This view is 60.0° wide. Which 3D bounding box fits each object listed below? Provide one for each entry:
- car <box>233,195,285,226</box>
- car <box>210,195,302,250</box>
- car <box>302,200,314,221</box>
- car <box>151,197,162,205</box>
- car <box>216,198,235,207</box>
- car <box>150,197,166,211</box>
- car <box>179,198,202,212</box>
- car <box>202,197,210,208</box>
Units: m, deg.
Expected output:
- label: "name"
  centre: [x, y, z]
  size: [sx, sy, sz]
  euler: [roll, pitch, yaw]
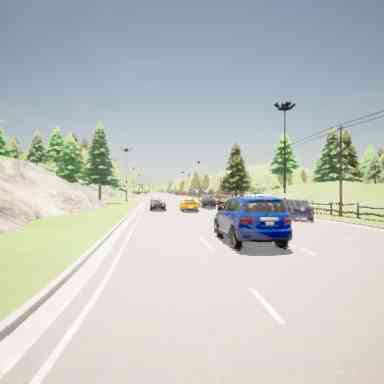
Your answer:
- label: "car"
  centre: [4.777, 1.217, 24.774]
  size: [2.150, 2.045, 5.566]
  euler: [0, 0, -7]
- label: "car"
  centre: [2.468, 1.221, 14.631]
  size: [2.150, 2.045, 5.566]
  euler: [0, 0, -7]
- label: "car"
  centre: [8.018, 1.349, 27.068]
  size: [2.097, 1.767, 4.553]
  euler: [0, 0, -7]
- label: "car"
  centre: [-6.386, 1.596, 59.164]
  size: [1.895, 1.301, 4.718]
  euler: [0, 0, -7]
- label: "car"
  centre: [5.133, 1.596, 51.246]
  size: [1.895, 1.301, 4.718]
  euler: [0, 0, -7]
- label: "car"
  centre: [-4.244, 1.597, 41.219]
  size: [1.895, 1.301, 4.718]
  euler: [0, 0, -7]
- label: "car"
  centre: [-0.455, 1.474, 39.025]
  size: [1.882, 1.535, 5.008]
  euler: [0, 0, -7]
- label: "car"
  centre: [2.176, 1.497, 46.497]
  size: [1.837, 1.490, 4.892]
  euler: [0, -1, -7]
